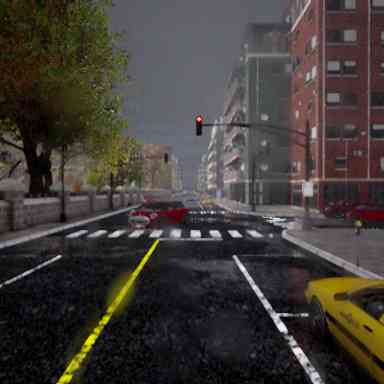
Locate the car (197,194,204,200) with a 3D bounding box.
[{"bbox_3d":[2.371,1.364,91.307,1.887,1.381,4.507,0,0,0],"label":"car"}]

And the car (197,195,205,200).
[{"bbox_3d":[2.390,1.372,85.772,1.887,1.381,4.507,0,0,0],"label":"car"}]

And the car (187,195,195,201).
[{"bbox_3d":[-0.285,1.384,82.738,1.994,1.385,4.181,0,0,0],"label":"car"}]

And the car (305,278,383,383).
[{"bbox_3d":[2.676,1.515,3.630,1.752,1.417,4.829,0,0,0],"label":"car"}]

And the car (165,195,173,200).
[{"bbox_3d":[-5.990,1.409,85.743,1.802,1.307,4.206,0,0,0],"label":"car"}]

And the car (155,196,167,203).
[{"bbox_3d":[-5.913,1.407,63.602,1.887,1.381,4.507,0,0,0],"label":"car"}]

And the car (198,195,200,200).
[{"bbox_3d":[2.486,1.416,58.096,1.887,1.381,4.507,0,0,0],"label":"car"}]

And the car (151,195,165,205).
[{"bbox_3d":[-5.895,1.312,58.066,1.967,1.590,4.097,0,0,0],"label":"car"}]

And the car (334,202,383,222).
[{"bbox_3d":[14.630,1.779,27.890,4.181,1.385,1.994,1,0,0],"label":"car"}]

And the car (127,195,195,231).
[{"bbox_3d":[-1.963,1.301,20.424,2.097,1.767,4.553,0,0,28],"label":"car"}]

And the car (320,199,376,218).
[{"bbox_3d":[14.510,1.513,30.494,5.009,1.841,2.192,1,-1,0],"label":"car"}]

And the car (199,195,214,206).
[{"bbox_3d":[2.505,1.406,52.731,1.752,1.417,4.829,0,0,0],"label":"car"}]
